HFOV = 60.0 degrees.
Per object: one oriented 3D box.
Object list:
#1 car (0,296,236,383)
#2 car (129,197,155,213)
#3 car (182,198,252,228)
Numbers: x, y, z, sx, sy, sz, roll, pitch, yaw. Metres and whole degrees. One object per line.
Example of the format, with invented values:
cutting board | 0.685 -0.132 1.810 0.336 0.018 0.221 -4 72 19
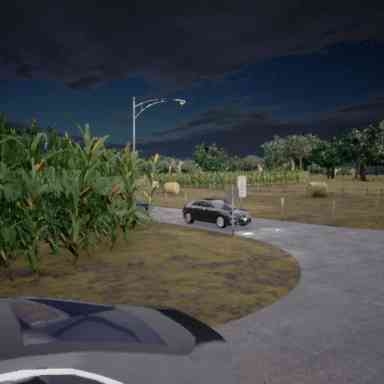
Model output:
car | -1.882 1.493 1.606 4.902 1.511 2.128 0 0 -36
car | -5.035 1.052 28.313 1.895 1.301 4.718 -1 2 -35
car | 1.338 1.162 19.417 1.837 1.490 4.892 -1 2 -37
